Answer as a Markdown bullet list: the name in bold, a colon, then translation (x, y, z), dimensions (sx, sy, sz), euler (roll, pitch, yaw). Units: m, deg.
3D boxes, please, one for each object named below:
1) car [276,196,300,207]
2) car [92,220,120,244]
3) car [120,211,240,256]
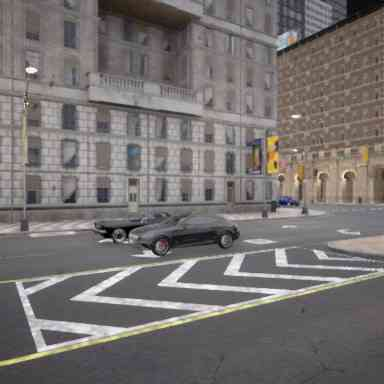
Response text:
- **car**: translation (14.791, 1.473, 52.775), dimensions (1.882, 1.535, 5.008), euler (0, 0, -32)
- **car**: translation (-2.297, 1.600, 15.997), dimensions (4.718, 1.301, 1.895), euler (0, 0, -31)
- **car**: translation (-0.202, 1.525, 13.174), dimensions (4.674, 1.442, 1.812), euler (0, 0, -31)
